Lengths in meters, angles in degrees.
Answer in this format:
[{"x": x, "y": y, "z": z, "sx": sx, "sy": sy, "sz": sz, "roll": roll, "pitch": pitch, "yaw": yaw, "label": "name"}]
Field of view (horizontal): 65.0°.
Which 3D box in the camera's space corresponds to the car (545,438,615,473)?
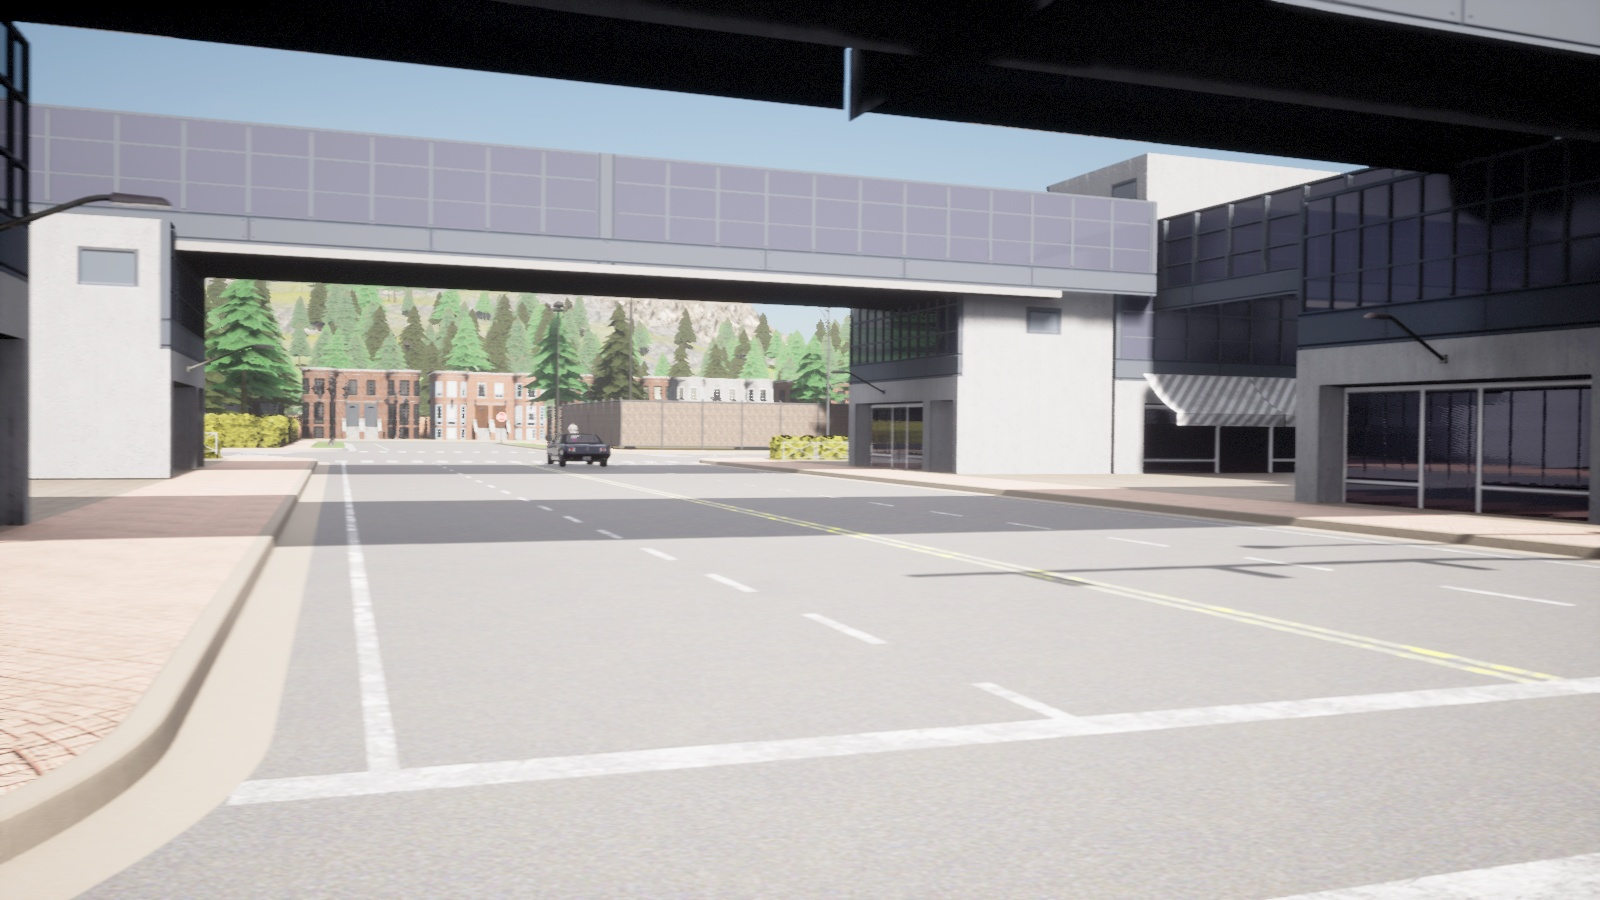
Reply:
[{"x": -8.835, "y": 0.181, "z": 50.127, "sx": 1.895, "sy": 1.301, "sz": 4.718, "roll": -1, "pitch": 1, "yaw": -20, "label": "car"}]
